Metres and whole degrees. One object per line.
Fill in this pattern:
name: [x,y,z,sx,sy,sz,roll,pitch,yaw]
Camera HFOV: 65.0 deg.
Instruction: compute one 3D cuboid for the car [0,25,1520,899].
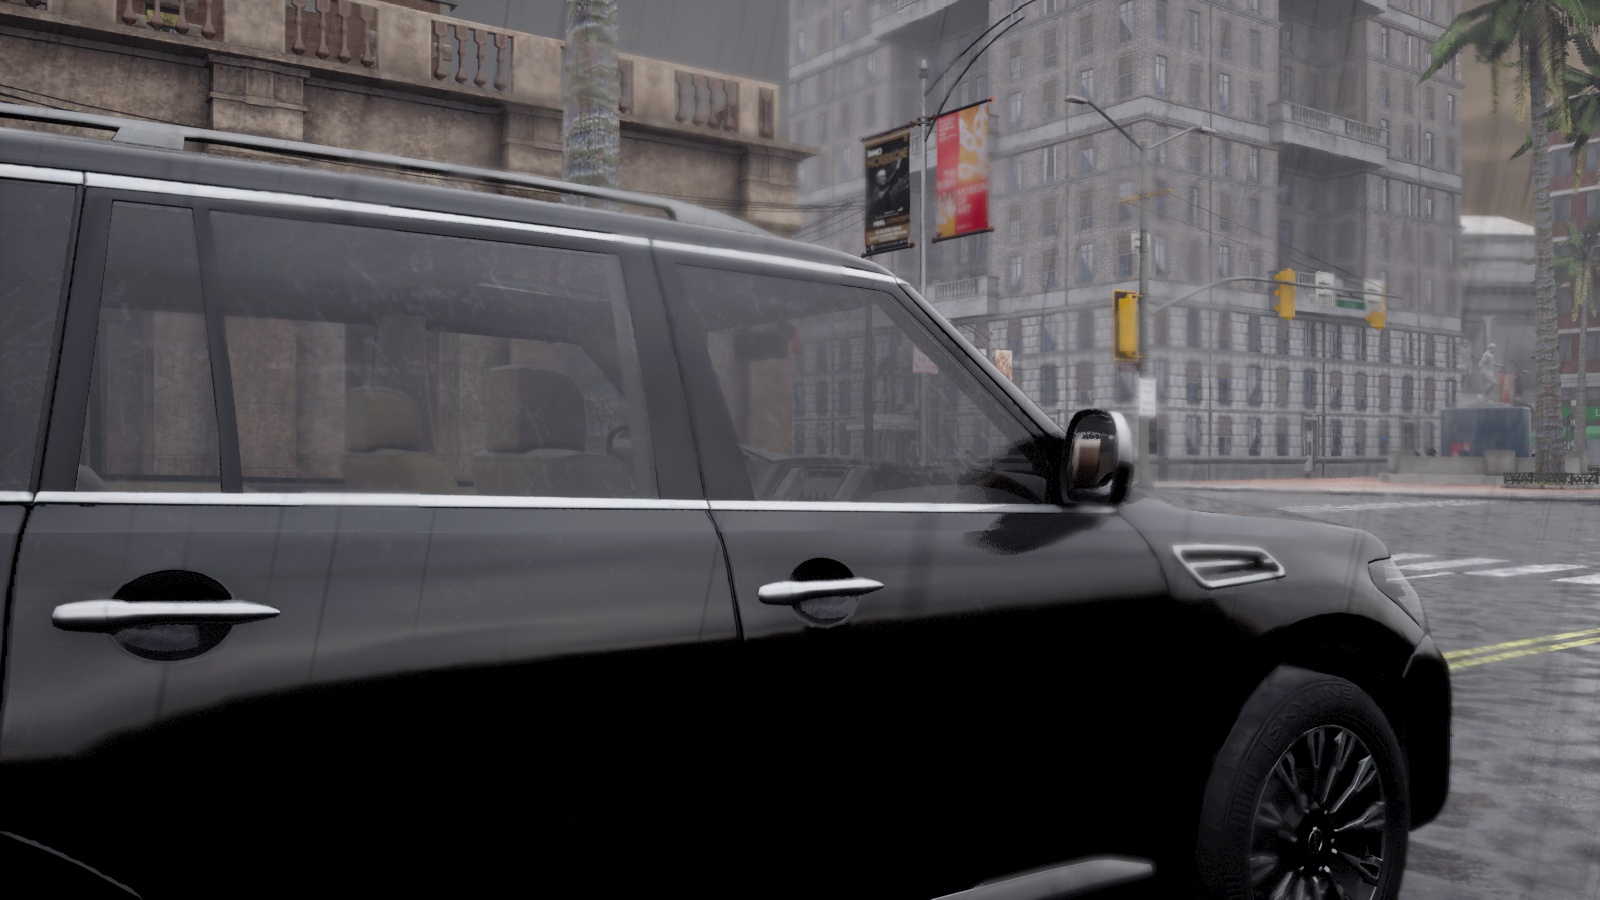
car: [-0.661,0.473,3.201,5.566,2.045,2.150,0,0,-35]
